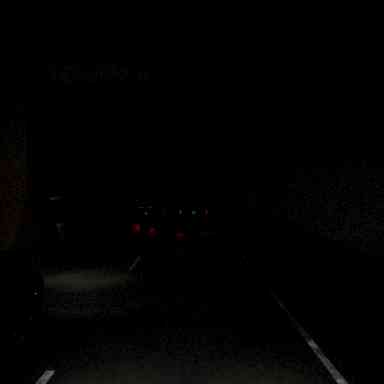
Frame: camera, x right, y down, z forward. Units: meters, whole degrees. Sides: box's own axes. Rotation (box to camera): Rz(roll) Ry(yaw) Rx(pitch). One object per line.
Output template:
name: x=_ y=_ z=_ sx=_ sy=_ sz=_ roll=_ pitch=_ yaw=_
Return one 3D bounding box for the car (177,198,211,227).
car: x=0.100 y=1.252 z=22.154 sx=2.097 sy=1.767 sz=4.553 roll=0 pitch=0 yaw=0

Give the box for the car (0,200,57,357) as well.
car: x=-3.400 y=1.208 z=2.850 sx=2.150 sy=2.045 sz=5.566 roll=0 pitch=0 yaw=0

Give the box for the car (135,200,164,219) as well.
car: x=-3.400 y=1.368 z=27.084 sx=2.128 sy=1.511 sz=4.902 roll=0 pitch=0 yaw=0

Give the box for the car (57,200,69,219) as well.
car: x=-10.599 y=1.364 z=24.904 sx=1.882 sy=1.535 sz=5.008 roll=0 pitch=0 yaw=0

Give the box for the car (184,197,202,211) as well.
car: x=0.100 y=1.365 z=40.101 sx=2.033 sy=1.411 sz=5.357 roll=0 pitch=0 yaw=0
